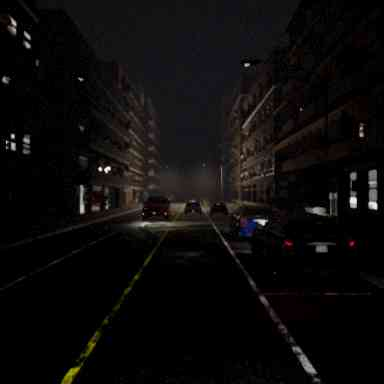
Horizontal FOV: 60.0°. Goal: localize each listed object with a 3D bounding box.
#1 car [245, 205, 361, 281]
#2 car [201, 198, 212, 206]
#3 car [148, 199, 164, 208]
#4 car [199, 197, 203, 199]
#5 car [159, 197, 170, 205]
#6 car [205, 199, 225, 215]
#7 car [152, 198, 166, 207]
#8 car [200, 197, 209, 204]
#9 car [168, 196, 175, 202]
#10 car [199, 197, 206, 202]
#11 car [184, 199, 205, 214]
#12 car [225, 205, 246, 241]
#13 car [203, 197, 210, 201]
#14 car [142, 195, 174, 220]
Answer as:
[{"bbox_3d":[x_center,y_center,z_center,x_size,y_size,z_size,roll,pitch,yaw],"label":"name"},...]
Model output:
[{"bbox_3d":[3.125,1.396,10.136,2.097,1.767,4.553,0,0,0],"label":"car"},{"bbox_3d":[2.773,1.827,63.167,1.947,1.339,4.313,0,0,0],"label":"car"},{"bbox_3d":[-5.622,1.766,51.909,2.008,1.369,4.403,0,0,0],"label":"car"},{"bbox_3d":[0.094,1.692,47.811,2.128,1.511,4.902,0,0,1],"label":"car"},{"bbox_3d":[-5.601,1.829,68.818,1.887,1.381,4.507,0,0,0],"label":"car"},{"bbox_3d":[2.737,1.698,34.986,2.008,1.369,4.403,0,0,0],"label":"car"},{"bbox_3d":[-5.616,1.789,57.546,2.008,1.369,4.403,0,0,0],"label":"car"},{"bbox_3d":[2.787,1.889,74.439,1.802,1.307,4.206,0,0,0],"label":"car"},{"bbox_3d":[-5.572,1.900,91.193,1.752,1.417,4.829,0,0,0],"label":"car"},{"bbox_3d":[2.809,1.957,91.348,1.802,1.307,4.206,0,0,0],"label":"car"},{"bbox_3d":[0.123,1.755,36.864,1.895,1.301,4.718,0,0,0],"label":"car"},{"bbox_3d":[3.135,1.425,17.137,2.097,1.767,4.553,0,0,0],"label":"car"},{"bbox_3d":[2.766,1.765,57.701,1.752,1.417,4.829,0,0,0],"label":"car"},{"bbox_3d":[-3.062,1.344,29.725,2.150,2.045,5.566,0,0,0],"label":"car"}]
